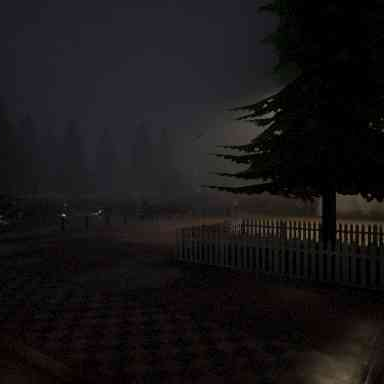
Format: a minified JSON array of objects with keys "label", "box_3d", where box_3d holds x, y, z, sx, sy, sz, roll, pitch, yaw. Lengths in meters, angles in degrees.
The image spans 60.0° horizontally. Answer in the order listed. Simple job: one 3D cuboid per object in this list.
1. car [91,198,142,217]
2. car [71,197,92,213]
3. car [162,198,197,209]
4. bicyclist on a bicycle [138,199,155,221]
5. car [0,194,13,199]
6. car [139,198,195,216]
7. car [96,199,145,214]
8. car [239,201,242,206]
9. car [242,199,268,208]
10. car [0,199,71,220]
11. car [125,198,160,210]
[{"label":"car","box_3d":[-6.900,1.507,31.932,1.837,1.490,4.892,0,0,35]},{"label":"car","box_3d":[-12.545,1.355,36.411,2.097,1.767,4.553,0,0,36]},{"label":"car","box_3d":[-1.645,1.550,45.648,2.033,1.411,5.357,0,0,36]},{"label":"bicyclist on a bicycle","box_3d":[-3.354,1.304,24.355,1.656,1.620,0.582,0,0,35]},{"label":"car","box_3d":[-18.146,1.225,28.557,2.150,2.045,5.566,0,0,35]},{"label":"car","box_3d":[-2.261,1.549,32.410,2.033,1.411,5.357,0,0,35]},{"label":"car","box_3d":[-7.813,1.550,37.020,2.033,1.411,5.357,0,0,35]},{"label":"car","box_3d":[9.367,1.567,54.758,1.994,1.385,4.181,0,0,36]},{"label":"car","box_3d":[9.697,1.506,49.190,1.837,1.490,4.892,0,0,35]},{"label":"car","box_3d":[-13.658,1.550,28.823,2.033,1.411,5.357,0,0,35]},{"label":"car","box_3d":[-6.600,1.529,44.745,1.812,1.442,4.674,0,0,36]}]
